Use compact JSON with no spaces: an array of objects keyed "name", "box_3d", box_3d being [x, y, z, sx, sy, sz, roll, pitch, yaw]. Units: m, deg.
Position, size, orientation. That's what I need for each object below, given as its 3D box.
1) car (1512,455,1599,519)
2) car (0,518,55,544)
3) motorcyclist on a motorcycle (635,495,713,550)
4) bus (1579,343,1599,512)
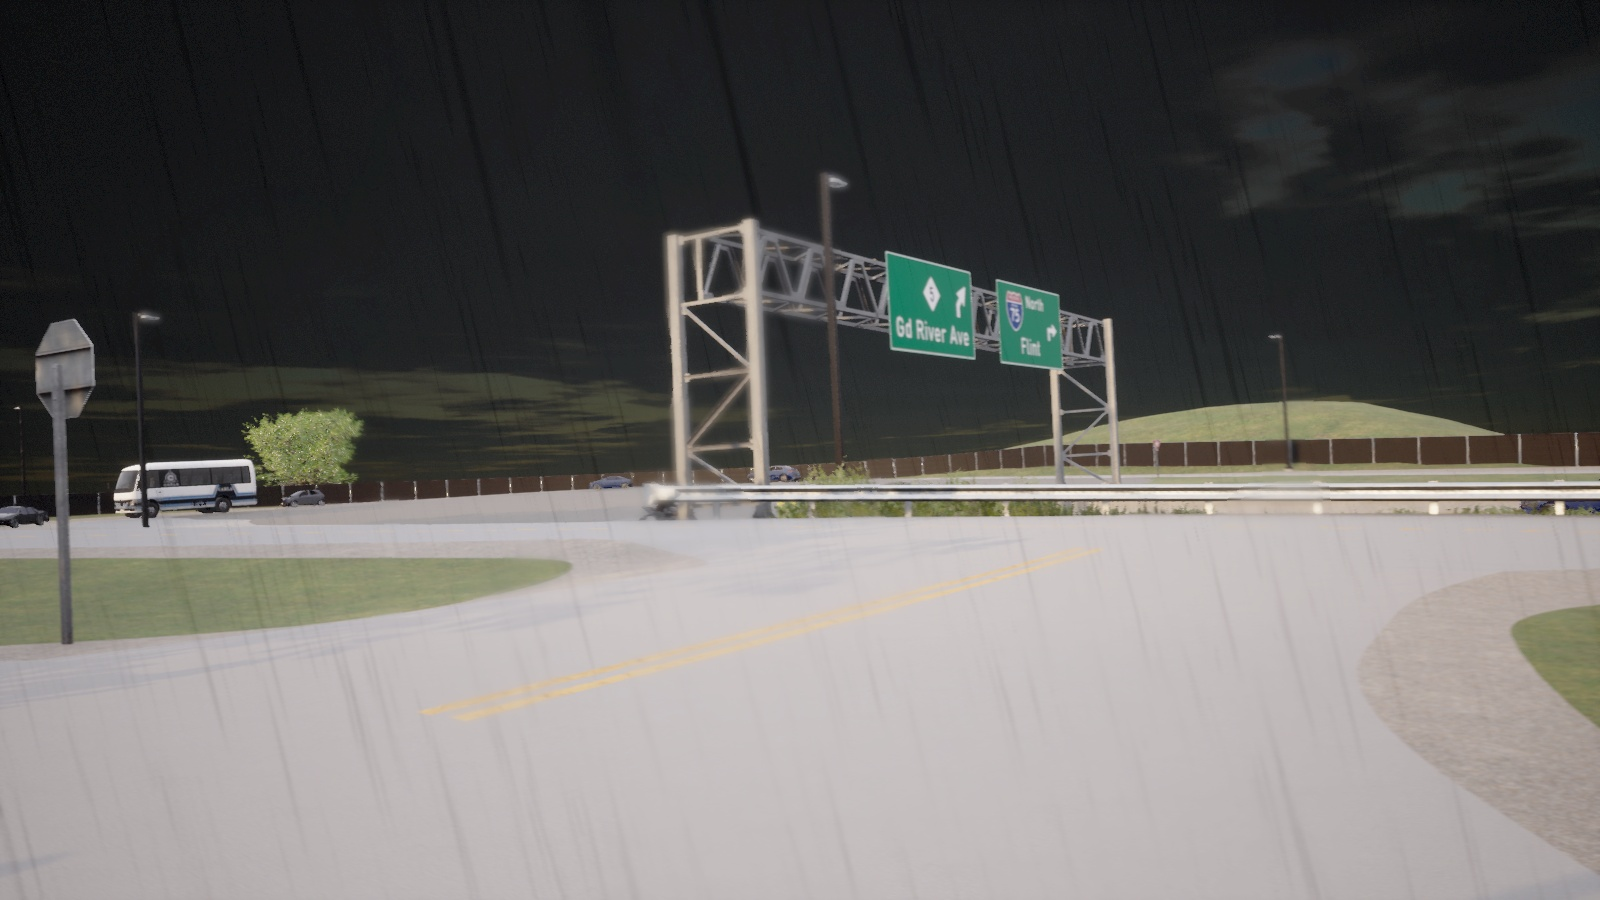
[{"name":"car","box_3d":[19.884,0.838,30.155,4.674,1.442,1.812,-3,-1,33]},{"name":"car","box_3d":[-51.969,5.390,83.329,2.033,1.411,5.357,-3,-1,-2]},{"name":"motorcyclist on a motorcycle","box_3d":[-3.763,2.159,37.351,2.191,1.530,0.866,-3,-1,33]},{"name":"bus","box_3d":[25.299,-0.839,30.749,10.273,4.253,3.944,-3,-1,33]}]
